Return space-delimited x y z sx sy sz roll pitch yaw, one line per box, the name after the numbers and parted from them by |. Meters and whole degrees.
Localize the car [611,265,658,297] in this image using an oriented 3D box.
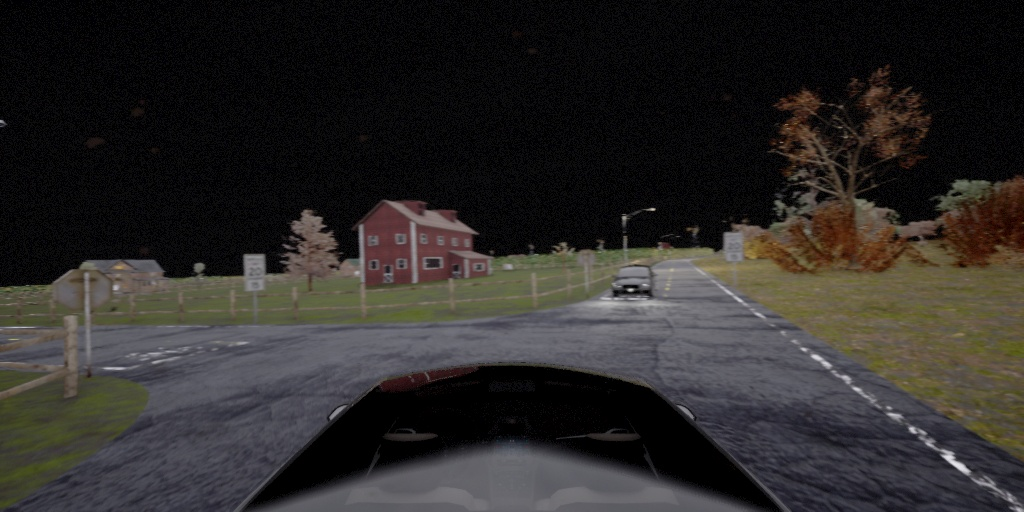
6.258 1.224 18.156 1.837 1.490 4.892 -3 0 25 | car
